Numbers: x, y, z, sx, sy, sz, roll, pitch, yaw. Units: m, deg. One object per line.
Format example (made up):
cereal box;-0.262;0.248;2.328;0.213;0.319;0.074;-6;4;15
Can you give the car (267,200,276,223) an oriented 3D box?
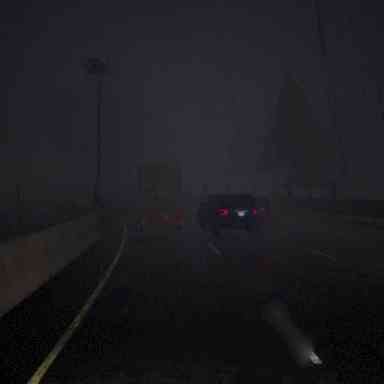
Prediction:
car;4.074;1.159;23.533;2.097;1.767;4.553;0;0;-13

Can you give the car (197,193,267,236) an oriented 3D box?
car;1.768;1.079;17.774;2.150;2.045;5.566;0;0;-10

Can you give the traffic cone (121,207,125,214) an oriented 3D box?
traffic cone;-6.469;1.731;31.071;0.340;0.580;0.340;0;0;-14

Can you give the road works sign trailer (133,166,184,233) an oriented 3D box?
road works sign trailer;-1.845;0.323;18.818;2.380;3.560;2.880;0;0;-14
